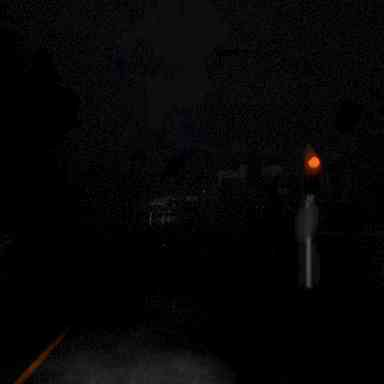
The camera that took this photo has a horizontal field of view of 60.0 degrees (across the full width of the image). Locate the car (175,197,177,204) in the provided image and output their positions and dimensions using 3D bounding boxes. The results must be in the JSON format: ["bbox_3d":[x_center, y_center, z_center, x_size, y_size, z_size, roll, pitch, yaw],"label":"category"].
[{"bbox_3d":[-4.040,1.348,62.605,2.097,1.767,4.553,0,0,1],"label":"car"}]

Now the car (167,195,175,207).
[{"bbox_3d":[-4.072,1.522,51.220,1.812,1.442,4.674,0,0,0],"label":"car"}]

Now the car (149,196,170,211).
[{"bbox_3d":[-4.080,1.523,40.956,1.812,1.442,4.674,0,0,0],"label":"car"}]

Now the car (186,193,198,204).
[{"bbox_3d":[0.014,1.217,62.787,2.150,2.045,5.566,0,0,0],"label":"car"}]
